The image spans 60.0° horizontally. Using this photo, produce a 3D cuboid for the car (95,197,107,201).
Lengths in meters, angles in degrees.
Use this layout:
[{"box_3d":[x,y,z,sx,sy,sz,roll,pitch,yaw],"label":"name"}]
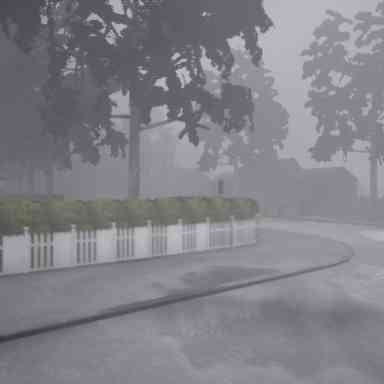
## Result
[{"box_3d":[-12.655,1.552,47.316,1.837,1.490,4.892,0,0,-35],"label":"car"}]
